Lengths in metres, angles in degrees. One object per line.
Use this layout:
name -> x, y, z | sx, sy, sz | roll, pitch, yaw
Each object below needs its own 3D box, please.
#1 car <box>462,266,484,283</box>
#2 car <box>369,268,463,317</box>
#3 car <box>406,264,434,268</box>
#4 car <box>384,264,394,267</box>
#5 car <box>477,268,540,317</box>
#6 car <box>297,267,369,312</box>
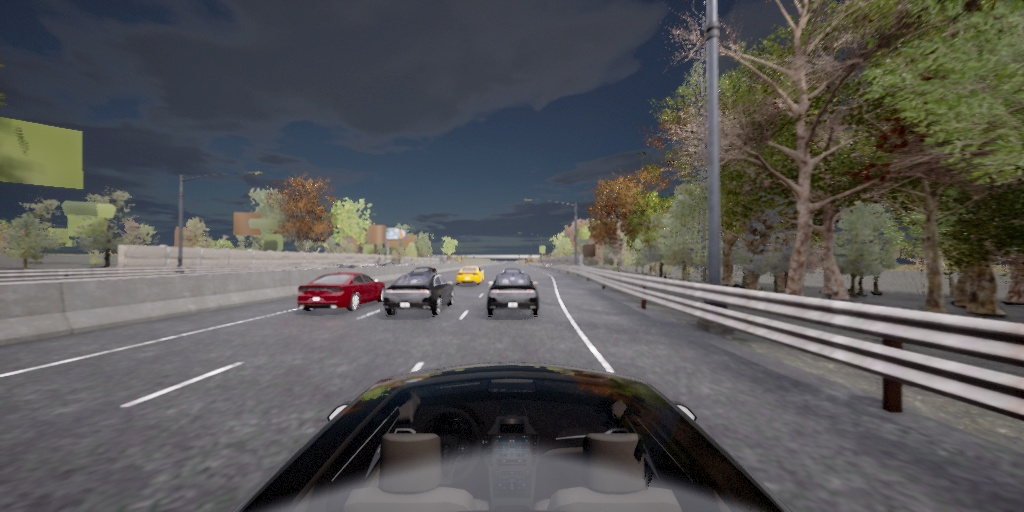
car -> -3.443, 1.609, 30.293 | 1.882, 1.535, 5.008 | 0, 0, 0
car -> -3.452, 1.404, 14.054 | 2.128, 1.511, 4.902 | 0, -1, 0
car -> -6.950, 1.621, 29.089 | 1.837, 1.490, 4.892 | 0, 0, 0
car -> -21.016, 2.141, 61.759 | 1.994, 1.385, 4.181 | 0, -1, 1
car -> 0.048, 1.404, 14.045 | 2.128, 1.511, 4.902 | 0, -1, 0
car -> -6.944, 1.405, 15.223 | 1.882, 1.535, 5.008 | 0, 0, 0
